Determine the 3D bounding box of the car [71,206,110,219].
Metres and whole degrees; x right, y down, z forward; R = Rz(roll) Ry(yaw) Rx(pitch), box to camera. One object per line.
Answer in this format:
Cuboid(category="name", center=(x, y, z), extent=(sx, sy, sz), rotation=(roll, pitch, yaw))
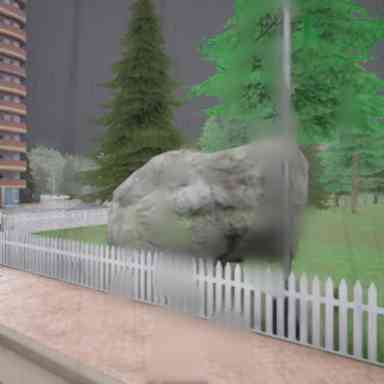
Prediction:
Cuboid(category="car", center=(-8.443, 1.466, 28.559), extent=(1.994, 1.385, 4.181), rotation=(0, 0, 20))
